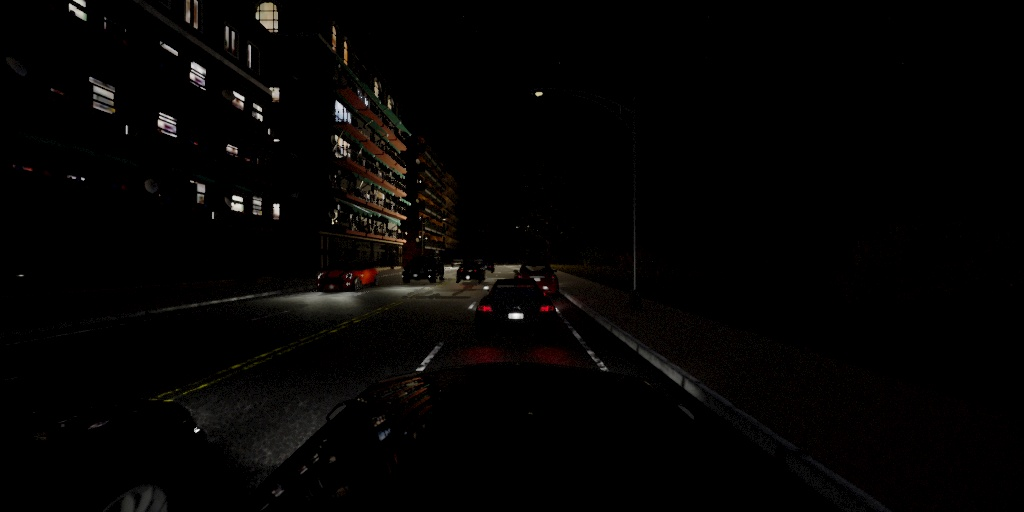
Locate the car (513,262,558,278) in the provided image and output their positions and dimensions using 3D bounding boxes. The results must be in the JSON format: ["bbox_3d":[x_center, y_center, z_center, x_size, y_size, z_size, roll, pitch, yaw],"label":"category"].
[{"bbox_3d":[1.161,1.103,18.615,2.097,1.767,4.553,0,0,0],"label":"car"}]

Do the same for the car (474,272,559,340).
[{"bbox_3d":[0.106,1.315,10.036,1.994,1.385,4.181,0,0,1],"label":"car"}]

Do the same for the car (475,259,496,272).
[{"bbox_3d":[-3.088,1.298,44.061,2.033,1.411,5.357,0,0,0],"label":"car"}]

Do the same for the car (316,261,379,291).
[{"bbox_3d":[-9.821,1.104,21.770,2.097,1.767,4.553,0,0,0],"label":"car"}]

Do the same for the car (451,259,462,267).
[{"bbox_3d":[-9.710,1.240,64.134,2.128,1.511,4.902,0,0,1],"label":"car"}]

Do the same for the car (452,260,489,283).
[{"bbox_3d":[-3.112,1.256,27.751,1.837,1.490,4.892,0,0,0],"label":"car"}]

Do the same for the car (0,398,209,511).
[{"bbox_3d":[-3.153,1.255,0.621,1.837,1.490,4.892,0,0,0],"label":"car"}]

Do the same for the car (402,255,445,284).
[{"bbox_3d":[-6.563,0.973,27.136,2.150,2.045,5.566,0,0,0],"label":"car"}]
